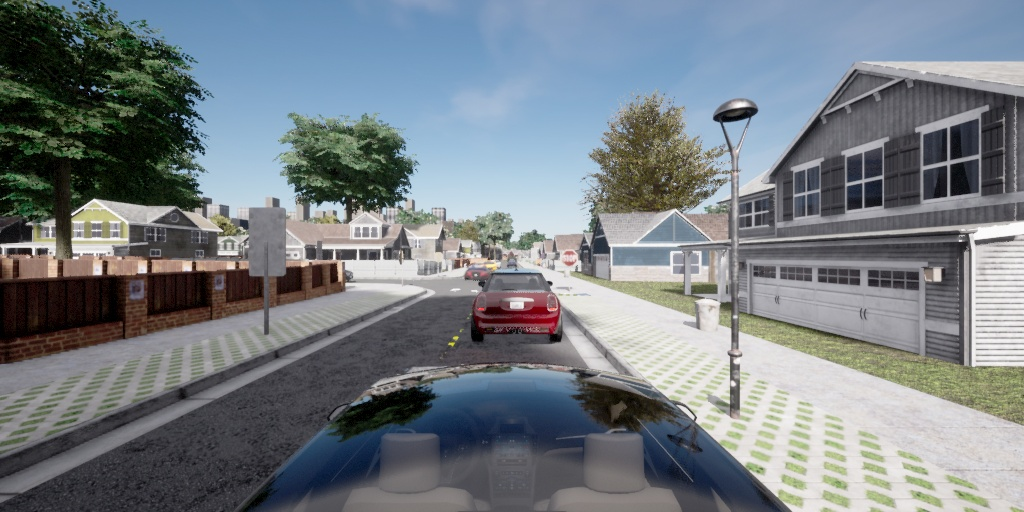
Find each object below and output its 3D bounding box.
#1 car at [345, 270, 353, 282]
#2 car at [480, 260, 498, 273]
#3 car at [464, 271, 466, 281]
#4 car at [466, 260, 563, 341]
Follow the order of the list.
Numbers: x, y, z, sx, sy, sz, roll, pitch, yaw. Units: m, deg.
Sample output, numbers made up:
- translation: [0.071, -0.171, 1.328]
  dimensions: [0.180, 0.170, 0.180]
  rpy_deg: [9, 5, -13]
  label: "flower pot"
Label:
- translation: [-13.554, 1.156, 25.060]
  dimensions: [4.674, 1.442, 1.812]
  rpy_deg: [1, 0, 2]
  label: "car"
- translation: [-2.840, 1.307, 45.329]
  dimensions: [1.882, 1.535, 5.008]
  rpy_deg: [0, 0, 0]
  label: "car"
- translation: [-2.839, 1.349, 30.193]
  dimensions: [1.994, 1.385, 4.181]
  rpy_deg: [1, -1, 0]
  label: "car"
- translation: [0.103, 1.108, 10.017]
  dimensions: [2.097, 1.767, 4.553]
  rpy_deg: [0, 0, 0]
  label: "car"
